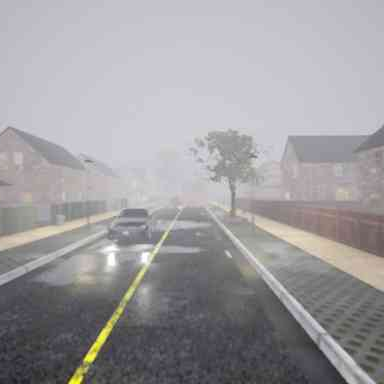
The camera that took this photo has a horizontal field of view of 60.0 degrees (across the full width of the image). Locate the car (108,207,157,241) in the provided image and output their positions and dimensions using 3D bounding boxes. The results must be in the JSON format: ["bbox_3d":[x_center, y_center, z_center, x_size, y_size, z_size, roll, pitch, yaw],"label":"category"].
[{"bbox_3d":[-2.852,1.516,16.711,1.812,1.442,4.674,0,0,0],"label":"car"}]

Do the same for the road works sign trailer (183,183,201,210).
[{"bbox_3d":[-0.006,0.526,45.026,2.380,3.560,2.880,0,0,0],"label":"road works sign trailer"}]

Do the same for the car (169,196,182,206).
[{"bbox_3d":[-2.798,1.481,57.586,2.097,1.767,4.553,0,0,1],"label":"car"}]
